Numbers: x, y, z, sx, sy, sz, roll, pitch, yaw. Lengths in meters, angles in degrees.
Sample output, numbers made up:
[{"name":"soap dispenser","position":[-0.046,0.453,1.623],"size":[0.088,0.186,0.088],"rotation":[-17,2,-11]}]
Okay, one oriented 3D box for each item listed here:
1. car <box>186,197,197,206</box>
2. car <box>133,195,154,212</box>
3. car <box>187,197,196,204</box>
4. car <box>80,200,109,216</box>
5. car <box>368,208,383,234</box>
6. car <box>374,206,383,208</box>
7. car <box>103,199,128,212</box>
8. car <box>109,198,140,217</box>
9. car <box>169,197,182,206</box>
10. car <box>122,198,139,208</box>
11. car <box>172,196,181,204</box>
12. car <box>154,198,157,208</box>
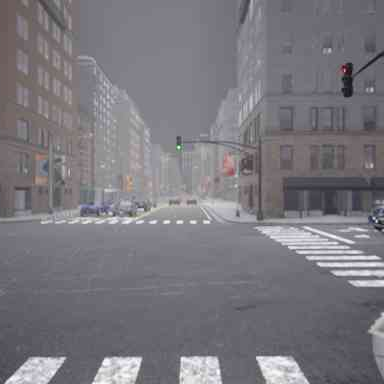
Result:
[{"name":"car","position":[-0.078,1.748,62.598],"size":[1.882,1.535,5.008],"rotation":[0,0,0]},{"name":"car","position":[-6.643,1.398,42.882],"size":[2.150,2.045,5.566],"rotation":[0,0,0]},{"name":"car","position":[-0.091,1.818,73.047],"size":[1.994,1.385,4.181],"rotation":[0,0,0]},{"name":"car","position":[-9.877,1.614,34.066],"size":[1.882,1.535,5.008],"rotation":[0,0,0]},{"name":"car","position":[11.631,1.585,16.378],"size":[4.718,1.301,1.895],"rotation":[0,0,-1]},{"name":"car","position":[13.508,1.187,19.644],"size":[5.566,2.045,2.150],"rotation":[0,0,0]},{"name":"car","position":[-9.892,1.671,43.569],"size":[2.128,1.511,4.902],"rotation":[0,0,0]},{"name":"car","position":[-6.634,1.658,33.178],"size":[1.812,1.442,4.674],"rotation":[0,0,-2]},{"name":"car","position":[-3.328,1.749,62.627],"size":[1.882,1.535,5.008],"rotation":[0,0,0]},{"name":"car","position":[-9.907,1.736,54.178],"size":[1.837,1.490,4.892],"rotation":[0,-1,0]},{"name":"car","position":[-3.341,1.744,73.043],"size":[1.882,1.535,5.008],"rotation":[0,0,0]},{"name":"car","position":[-6.658,1.716,53.040],"size":[2.128,1.511,4.902],"rotation":[0,0,0]}]
